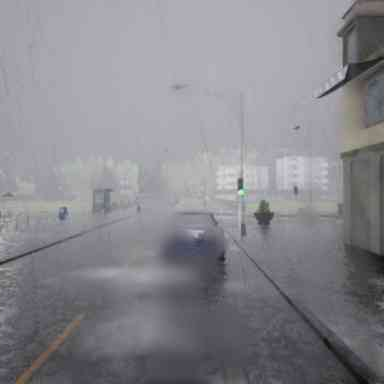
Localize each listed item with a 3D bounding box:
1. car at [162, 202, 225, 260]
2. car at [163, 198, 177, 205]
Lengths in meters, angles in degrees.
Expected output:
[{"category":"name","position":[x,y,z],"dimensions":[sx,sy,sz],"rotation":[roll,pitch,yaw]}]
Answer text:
[{"category":"car","position":[0.070,1.430,12.831],"dimensions":[2.097,1.767,4.553],"rotation":[0,0,0]},{"category":"car","position":[-4.069,1.856,58.476],"dimensions":[1.837,1.490,4.892],"rotation":[0,0,1]}]
